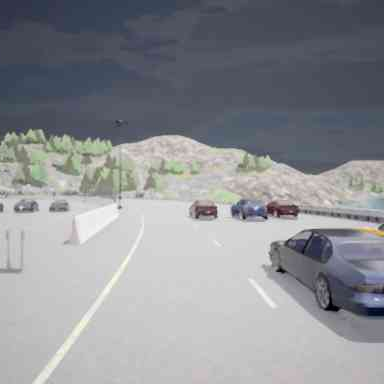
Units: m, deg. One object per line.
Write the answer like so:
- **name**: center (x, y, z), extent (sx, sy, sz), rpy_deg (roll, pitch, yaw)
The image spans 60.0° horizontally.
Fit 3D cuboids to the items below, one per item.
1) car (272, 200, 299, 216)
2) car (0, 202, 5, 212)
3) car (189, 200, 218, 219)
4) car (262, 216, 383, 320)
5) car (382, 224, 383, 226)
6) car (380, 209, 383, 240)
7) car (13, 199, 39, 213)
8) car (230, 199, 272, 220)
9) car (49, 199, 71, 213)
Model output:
- **car**: center (7.924, 1.466, 30.343), extent (1.882, 1.535, 5.008), rpy_deg (0, 0, -9)
- **car**: center (-21.909, 1.588, 36.187), extent (1.812, 1.442, 4.674), rpy_deg (0, 0, -13)
- **car**: center (0.939, 1.483, 29.695), extent (1.882, 1.535, 5.008), rpy_deg (0, 0, -9)
- **car**: center (3.294, 1.542, 7.656), extent (2.033, 1.411, 5.357), rpy_deg (0, 0, -2)
- **car**: center (6.680, 1.464, 9.756), extent (1.882, 1.535, 5.008), rpy_deg (0, 0, -3)
- **car**: center (9.945, 1.505, 13.389), extent (1.812, 1.442, 4.674), rpy_deg (0, 0, -4)
- **car**: center (-18.666, 1.548, 37.658), extent (2.128, 1.511, 4.902), rpy_deg (0, 0, -13)
- **car**: center (4.712, 1.348, 28.214), extent (2.097, 1.767, 4.553), rpy_deg (0, 0, -8)
- **car**: center (-15.309, 1.573, 38.666), extent (1.812, 1.442, 4.674), rpy_deg (0, 0, -13)
